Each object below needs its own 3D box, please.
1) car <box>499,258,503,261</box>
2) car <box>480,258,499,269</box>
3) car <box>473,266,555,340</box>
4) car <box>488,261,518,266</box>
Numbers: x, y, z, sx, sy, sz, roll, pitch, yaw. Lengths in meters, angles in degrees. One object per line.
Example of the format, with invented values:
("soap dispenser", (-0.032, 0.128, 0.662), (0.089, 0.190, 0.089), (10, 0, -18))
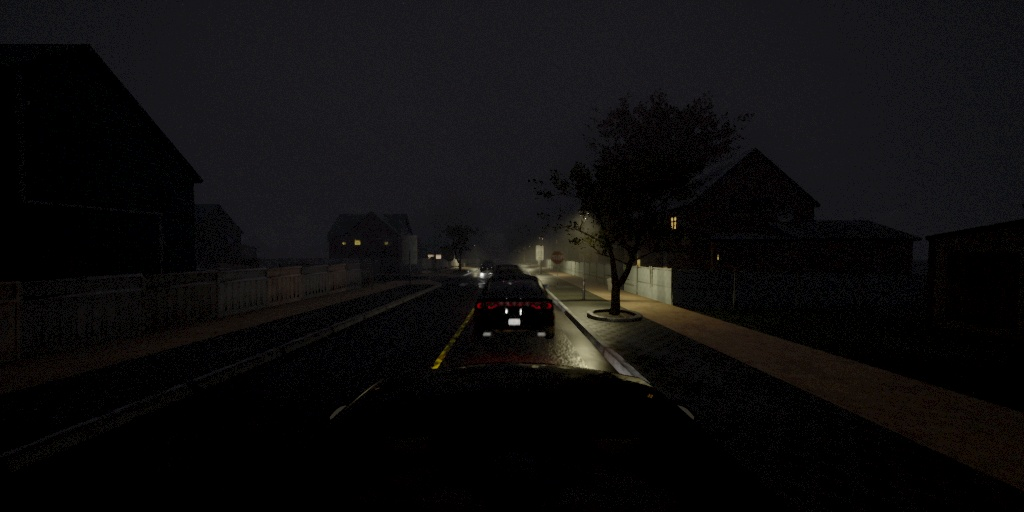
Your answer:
("car", (-2.972, 1.341, 60.049), (1.812, 1.442, 4.674), (0, 0, 0))
("car", (-2.951, 1.279, 44.888), (1.837, 1.490, 4.892), (0, 0, 0))
("car", (0.055, 1.225, 10.015), (1.882, 1.535, 5.008), (0, 0, 0))
("car", (-0.360, 1.253, 22.347), (1.837, 1.490, 4.892), (0, 0, -5))
